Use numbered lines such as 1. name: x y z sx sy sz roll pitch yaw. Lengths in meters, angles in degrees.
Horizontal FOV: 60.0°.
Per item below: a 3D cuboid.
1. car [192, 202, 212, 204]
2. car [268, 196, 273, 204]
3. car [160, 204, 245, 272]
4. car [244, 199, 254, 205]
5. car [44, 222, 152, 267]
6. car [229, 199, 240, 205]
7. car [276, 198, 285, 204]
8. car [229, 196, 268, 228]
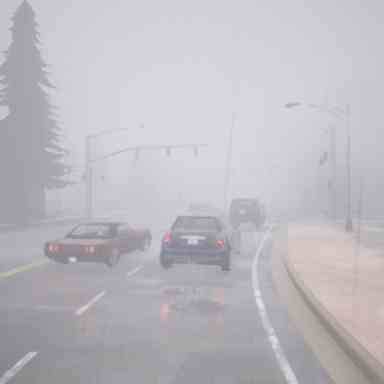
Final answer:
1. car: 0.936 1.599 26.393 2.097 1.767 4.553 0 -1 16
2. car: 19.136 2.327 85.923 1.812 1.442 4.674 0 -1 17
3. car: 0.498 1.460 11.516 2.097 1.767 4.553 0 -1 13
4. car: 13.719 2.304 79.999 1.994 1.385 4.181 0 -1 17
5. car: -3.014 1.713 11.940 1.895 1.301 4.718 0 -1 13
6. car: 10.356 2.355 80.969 1.895 1.301 4.718 0 -1 17
7. car: 22.488 2.346 84.916 1.994 1.385 4.181 0 -1 17
8. car: 4.120 1.457 24.598 2.150 2.045 5.566 0 0 17
